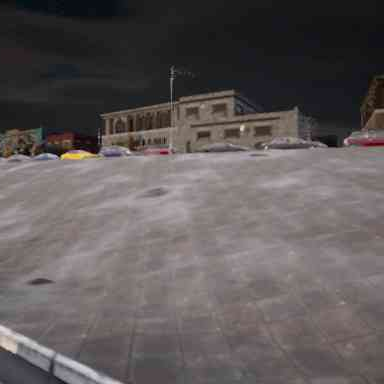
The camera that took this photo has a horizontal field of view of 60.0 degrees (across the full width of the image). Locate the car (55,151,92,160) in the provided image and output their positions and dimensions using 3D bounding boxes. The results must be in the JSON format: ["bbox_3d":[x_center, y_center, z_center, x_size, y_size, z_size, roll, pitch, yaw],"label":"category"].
[{"bbox_3d":[-11.884,-3.687,35.628,5.008,1.535,2.097,1,1,32],"label":"car"}]

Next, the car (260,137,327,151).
[{"bbox_3d":[7.557,-3.334,24.941,4.892,1.521,2.231,1,1,27],"label":"car"}]

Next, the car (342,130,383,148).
[{"bbox_3d":[12.638,-3.351,22.498,4.553,1.767,2.185,1,1,26],"label":"car"}]

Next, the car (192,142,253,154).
[{"bbox_3d":[2.726,-3.382,27.401,4.674,1.452,2.002,1,1,28],"label":"car"}]

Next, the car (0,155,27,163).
[{"bbox_3d":[-21.242,-3.857,41.587,4.892,1.521,2.231,1,1,34],"label":"car"}]

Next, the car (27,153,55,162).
[{"bbox_3d":[-16.595,-3.735,38.558,4.674,1.452,2.002,1,1,33],"label":"car"}]

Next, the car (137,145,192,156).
[{"bbox_3d":[-2.138,-3.479,30.009,4.792,1.488,2.163,1,1,29],"label":"car"}]

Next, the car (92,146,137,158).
[{"bbox_3d":[-7.130,-3.725,32.811,4.553,1.767,2.185,1,1,31],"label":"car"}]
